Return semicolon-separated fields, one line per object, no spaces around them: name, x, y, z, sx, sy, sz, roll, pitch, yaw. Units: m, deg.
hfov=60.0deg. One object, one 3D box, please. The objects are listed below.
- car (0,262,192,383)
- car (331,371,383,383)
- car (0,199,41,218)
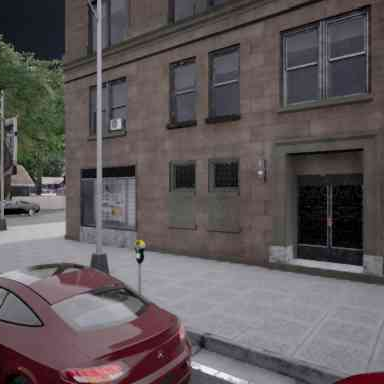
car;-1.939;1.582;4.196;4.206;1.307;1.802;0;0;36
car;2.550;1.545;0.987;4.507;1.381;1.887;0;0;36
car;-15.562;1.398;28.552;2.128;1.511;4.902;0;0;34
